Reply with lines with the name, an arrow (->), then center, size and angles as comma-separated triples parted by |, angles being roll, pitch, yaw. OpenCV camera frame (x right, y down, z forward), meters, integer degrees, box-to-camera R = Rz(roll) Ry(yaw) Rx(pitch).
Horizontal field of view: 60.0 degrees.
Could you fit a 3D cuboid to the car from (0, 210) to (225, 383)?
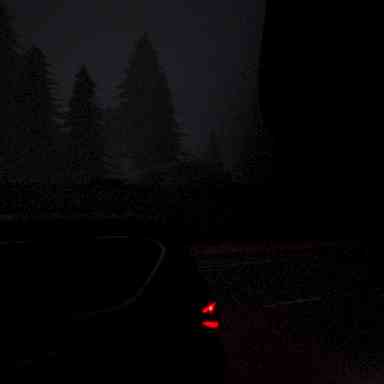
car -> -2.333, 1.190, 2.189 | 5.566, 2.045, 2.150 | 1, 0, -34
